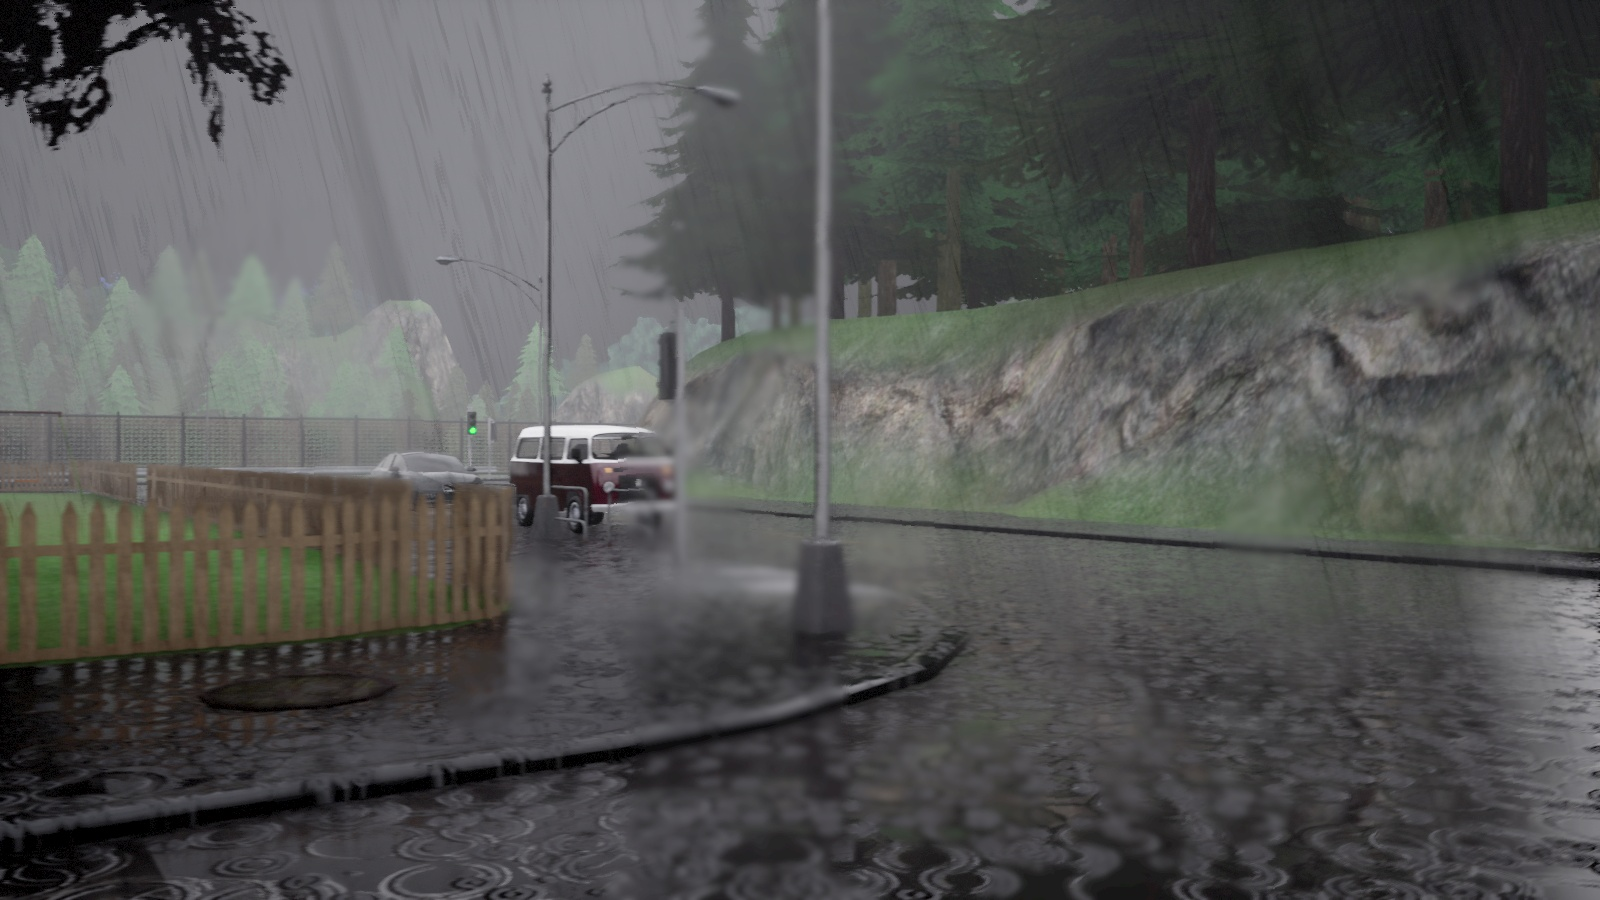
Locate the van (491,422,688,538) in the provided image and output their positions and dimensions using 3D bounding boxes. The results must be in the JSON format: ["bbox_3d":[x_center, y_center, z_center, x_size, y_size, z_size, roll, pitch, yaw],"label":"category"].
[{"bbox_3d":[-4.210,0.540,24.533,2.069,2.038,4.480,0,0,-35],"label":"van"}]

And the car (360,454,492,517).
[{"bbox_3d":[-9.778,0.854,32.557,1.837,1.490,4.892,0,0,-35],"label":"car"}]
